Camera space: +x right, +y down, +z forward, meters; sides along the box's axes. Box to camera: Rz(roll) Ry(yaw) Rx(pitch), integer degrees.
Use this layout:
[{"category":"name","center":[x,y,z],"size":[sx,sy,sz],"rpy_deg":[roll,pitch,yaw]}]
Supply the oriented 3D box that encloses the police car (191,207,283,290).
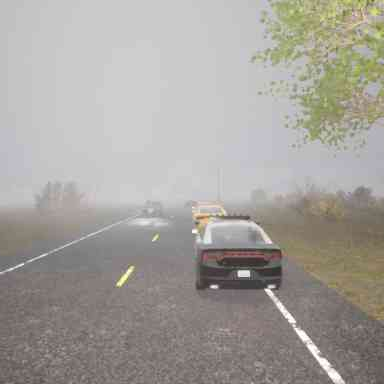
[{"category":"police car","center":[1.030,1.428,9.223],"size":[1.930,1.638,5.238],"rpy_deg":[0,0,0]}]

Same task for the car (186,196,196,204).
[{"category":"car","center":[-0.139,1.516,63.322],"size":[1.837,1.490,4.892],"rpy_deg":[0,0,0]}]

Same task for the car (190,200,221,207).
[{"category":"car","center":[1.008,1.482,19.114],"size":[1.882,1.535,5.008],"rpy_deg":[0,0,0]}]

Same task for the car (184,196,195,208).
[{"category":"car","center":[-0.069,1.534,47.654],"size":[1.812,1.442,4.674],"rpy_deg":[0,0,1]}]

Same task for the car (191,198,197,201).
[{"category":"car","center":[0.994,1.461,25.305],"size":[1.801,1.575,5.366],"rpy_deg":[0,0,0]}]

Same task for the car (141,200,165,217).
[{"category":"car","center":[-3.669,1.497,31.738],"size":[2.128,1.511,4.902],"rpy_deg":[0,0,0]}]

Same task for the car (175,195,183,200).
[{"category":"car","center":[-3.707,1.523,94.488],"size":[1.837,1.490,4.892],"rpy_deg":[0,0,0]}]
